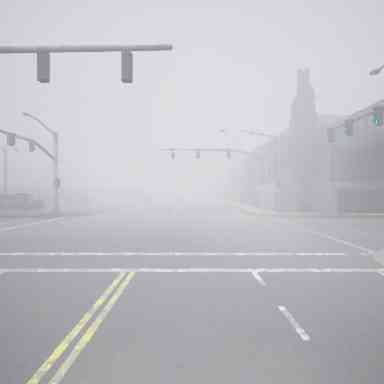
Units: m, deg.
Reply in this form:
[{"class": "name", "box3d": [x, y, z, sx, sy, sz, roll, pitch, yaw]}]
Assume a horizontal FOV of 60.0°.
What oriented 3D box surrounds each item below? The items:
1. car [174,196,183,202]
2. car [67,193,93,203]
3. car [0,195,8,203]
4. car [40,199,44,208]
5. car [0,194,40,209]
[{"class": "car", "box3d": [-2.875, 1.548, 71.344, 1.895, 1.301, 4.718, 0, 0, 2]}, {"class": "car", "box3d": [-21.432, 1.154, 62.884, 3.866, 1.878, 1.905, 0, 0, 0]}, {"class": "car", "box3d": [-38.886, 1.361, 65.772, 3.905, 1.438, 1.784, 0, 0, 0]}, {"class": "car", "box3d": [-21.409, 1.153, 43.260, 3.866, 1.878, 1.905, 0, 0, 0]}, {"class": "car", "box3d": [-21.466, 1.150, 40.366, 4.605, 1.855, 1.932, 0, 0, 0]}]
